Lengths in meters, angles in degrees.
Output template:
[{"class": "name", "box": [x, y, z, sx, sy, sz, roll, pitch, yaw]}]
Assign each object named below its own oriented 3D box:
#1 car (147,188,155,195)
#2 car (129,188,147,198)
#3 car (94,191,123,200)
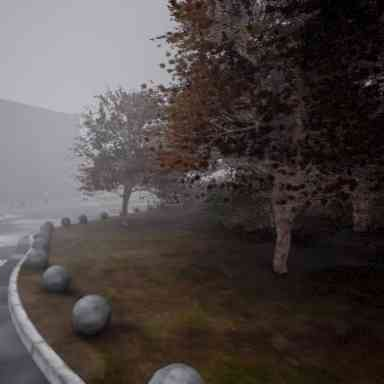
[{"class": "car", "box": [-8.152, -0.155, 64.111, 1.946, 1.575, 5.366, 0, 3, 30]}, {"class": "car", "box": [-10.890, 0.147, 59.322, 1.946, 1.575, 5.366, 0, 3, 30]}, {"class": "car", "box": [-13.636, 0.452, 54.539, 1.946, 1.575, 5.366, 0, 3, 30]}]
